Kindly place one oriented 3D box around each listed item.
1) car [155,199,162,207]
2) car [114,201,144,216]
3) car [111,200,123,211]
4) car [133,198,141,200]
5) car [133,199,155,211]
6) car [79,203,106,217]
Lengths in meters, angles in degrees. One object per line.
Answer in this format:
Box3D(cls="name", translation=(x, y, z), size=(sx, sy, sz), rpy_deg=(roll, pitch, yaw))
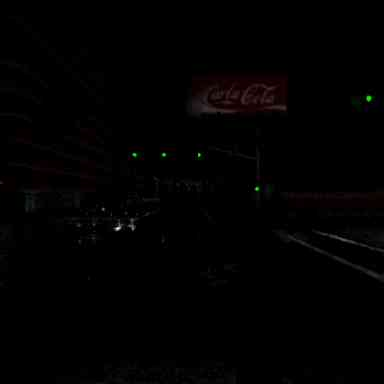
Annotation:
Box3D(cls="car", translation=(-7.013, 2.198, 64.936), size=(1.812, 1.442, 4.674), rpy_deg=(0, -1, 0))
Box3D(cls="car", translation=(-7.098, 1.995, 37.991), size=(1.895, 1.301, 4.718), rpy_deg=(0, -1, 0))
Box3D(cls="car", translation=(-10.593, 1.988, 49.254), size=(1.882, 1.535, 5.008), rpy_deg=(0, -1, 0))
Box3D(cls="car", translation=(-10.520, 2.015, 63.922), size=(2.097, 1.767, 4.553), rpy_deg=(0, -1, 0))
Box3D(cls="car", translation=(-7.094, 2.115, 49.540), size=(1.895, 1.301, 4.718), rpy_deg=(0, -1, 0))
Box3D(cls="car", translation=(-10.602, 1.897, 35.787), size=(1.812, 1.442, 4.674), rpy_deg=(0, -1, 0))
